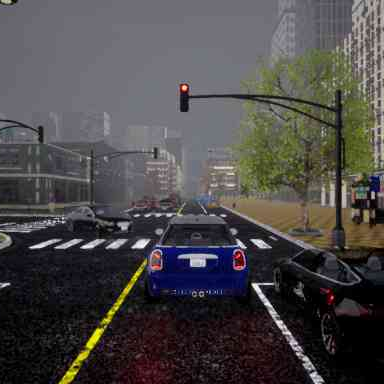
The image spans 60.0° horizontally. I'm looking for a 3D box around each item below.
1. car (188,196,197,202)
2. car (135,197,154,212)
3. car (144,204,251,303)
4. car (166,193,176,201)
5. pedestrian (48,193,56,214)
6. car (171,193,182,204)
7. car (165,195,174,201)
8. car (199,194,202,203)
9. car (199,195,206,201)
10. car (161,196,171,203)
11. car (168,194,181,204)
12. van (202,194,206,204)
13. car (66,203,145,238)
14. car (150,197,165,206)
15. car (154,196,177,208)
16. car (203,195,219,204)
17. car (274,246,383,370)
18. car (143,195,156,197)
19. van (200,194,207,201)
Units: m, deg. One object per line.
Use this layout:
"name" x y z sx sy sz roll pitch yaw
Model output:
"car" 0.106 1.547 79.206 2.033 1.411 5.357 0 0 0
"car" -5.636 1.584 38.191 1.802 1.307 4.206 0 0 0
"car" 0.111 1.352 8.372 2.097 1.767 4.553 0 0 0
"car" -5.568 1.324 88.150 2.192 1.841 5.009 0 0 0
"pedestrian" -12.710 1.039 30.205 0.375 1.860 0.375 0 -1 -1
"car" -2.992 1.226 59.008 2.150 2.045 5.566 0 0 1
"car" -5.577 1.559 82.599 2.008 1.369 4.403 0 0 0
"car" 2.774 1.556 60.386 2.008 1.369 4.403 0 0 0
"car" 2.812 1.534 88.311 1.752 1.417 4.829 0 0 0
"car" -5.592 1.532 71.327 1.752 1.417 4.829 0 0 0
"car" -3.033 1.481 48.511 1.882 1.535 5.008 0 0 0
"van" 2.760 1.345 49.284 1.690 1.788 3.998 0 0 0
"car" -4.993 1.496 17.834 4.902 1.511 2.128 0 -1 45
"car" -5.614 1.555 54.844 2.008 1.369 4.403 0 0 0
"car" -3.041 1.528 38.477 1.812 1.442 4.674 0 0 -2
"car" 2.752 1.528 43.903 1.752 1.417 4.829 0 0 0
"car" 2.701 1.566 5.704 1.947 1.339 4.313 0 0 0
"car" -5.628 1.318 43.742 2.192 1.841 5.009 0 0 0
"van" 2.805 1.349 82.590 1.690 1.788 3.998 0 0 0
